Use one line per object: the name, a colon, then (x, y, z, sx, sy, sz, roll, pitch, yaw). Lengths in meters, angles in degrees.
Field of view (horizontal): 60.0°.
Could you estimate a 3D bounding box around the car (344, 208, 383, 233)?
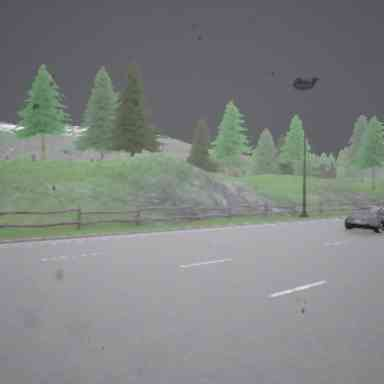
car: (11.182, 1.641, 20.324, 4.181, 1.385, 1.994, 0, 0, -36)
